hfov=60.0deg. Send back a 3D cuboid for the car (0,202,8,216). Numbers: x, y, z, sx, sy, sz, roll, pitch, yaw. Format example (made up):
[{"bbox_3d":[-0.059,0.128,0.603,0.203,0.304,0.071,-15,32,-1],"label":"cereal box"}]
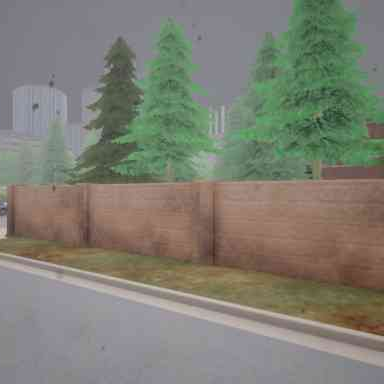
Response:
[{"bbox_3d":[-17.472,1.526,33.034,1.812,1.442,4.674,0,0,35],"label":"car"}]
